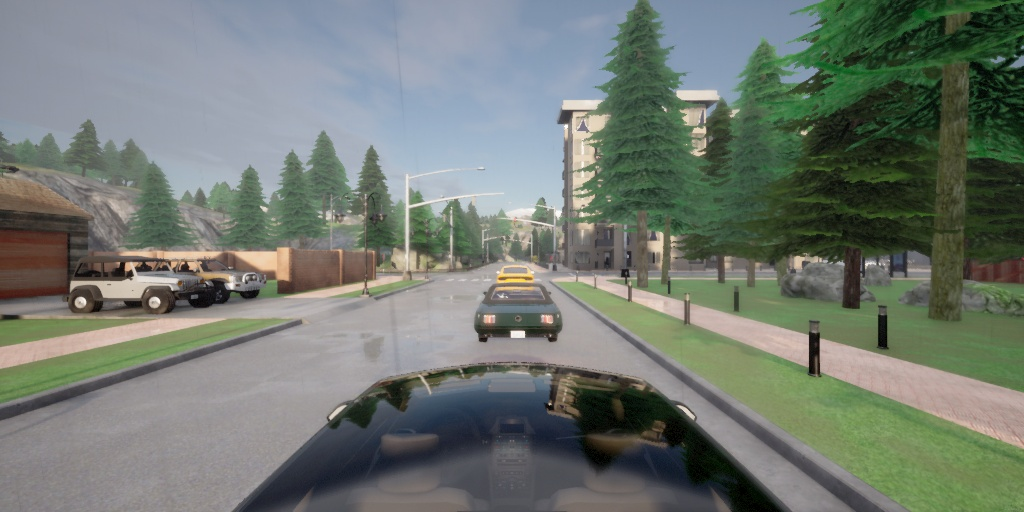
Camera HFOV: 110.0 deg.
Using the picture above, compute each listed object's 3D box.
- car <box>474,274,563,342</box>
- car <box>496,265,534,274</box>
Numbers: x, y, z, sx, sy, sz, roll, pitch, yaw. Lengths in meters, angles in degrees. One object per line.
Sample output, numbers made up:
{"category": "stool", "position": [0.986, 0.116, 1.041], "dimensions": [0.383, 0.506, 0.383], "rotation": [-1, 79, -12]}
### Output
{"category": "car", "position": [0.146, 1.351, 9.711], "dimensions": [1.895, 1.301, 4.718], "rotation": [0, 0, 0]}
{"category": "car", "position": [0.176, 1.228, 19.050], "dimensions": [1.882, 1.535, 5.008], "rotation": [0, 0, 0]}
